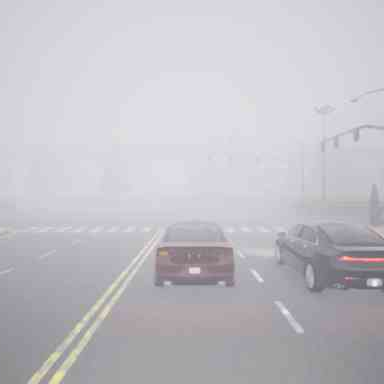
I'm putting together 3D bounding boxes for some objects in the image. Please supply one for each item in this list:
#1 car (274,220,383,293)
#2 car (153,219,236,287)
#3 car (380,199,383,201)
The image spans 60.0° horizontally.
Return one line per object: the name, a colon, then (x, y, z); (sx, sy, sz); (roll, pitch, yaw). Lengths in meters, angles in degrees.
car: (3.562, 1.510, 8.876); (1.837, 1.490, 4.892); (0, 0, 0)
car: (0.064, 1.483, 9.391); (1.882, 1.535, 5.008); (0, 0, 0)
car: (26.625, 1.571, 40.836); (5.357, 1.411, 2.033); (0, 0, 0)
